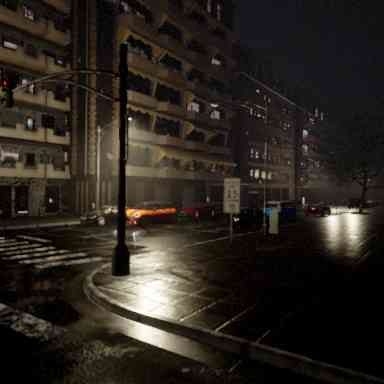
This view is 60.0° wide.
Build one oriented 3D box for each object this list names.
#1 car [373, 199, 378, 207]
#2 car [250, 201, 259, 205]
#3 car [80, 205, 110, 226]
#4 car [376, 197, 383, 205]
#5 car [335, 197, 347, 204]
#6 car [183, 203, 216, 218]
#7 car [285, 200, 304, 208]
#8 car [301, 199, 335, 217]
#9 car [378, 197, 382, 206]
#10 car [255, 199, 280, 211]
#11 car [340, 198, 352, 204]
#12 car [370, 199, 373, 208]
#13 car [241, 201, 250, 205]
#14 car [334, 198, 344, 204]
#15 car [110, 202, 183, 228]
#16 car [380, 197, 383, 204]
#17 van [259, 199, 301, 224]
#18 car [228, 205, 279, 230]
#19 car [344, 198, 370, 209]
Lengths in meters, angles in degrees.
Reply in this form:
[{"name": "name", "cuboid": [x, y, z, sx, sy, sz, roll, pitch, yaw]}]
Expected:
[{"name": "car", "cuboid": [33.600, 2.103, 63.444, 1.967, 1.590, 4.097, 1, 0, 36]}, {"name": "car", "cuboid": [9.136, 1.823, 39.870, 1.812, 1.442, 4.674, 1, 0, 36]}, {"name": "car", "cuboid": [-5.894, 1.624, 23.803, 2.008, 1.369, 4.403, 1, 0, 36]}, {"name": "car", "cuboid": [46.699, 2.151, 81.287, 2.192, 1.841, 5.009, 1, 0, 36]}, {"name": "car", "cuboid": [36.673, 2.092, 81.791, 1.967, 1.590, 4.097, 1, 0, 36]}, {"name": "car", "cuboid": [0.655, 1.709, 32.724, 1.887, 1.381, 4.507, 1, 0, 36]}, {"name": "car", "cuboid": [17.026, 1.973, 55.027, 1.802, 1.307, 4.206, 1, 0, 36]}, {"name": "car", "cuboid": [13.955, 1.836, 36.681, 1.967, 1.590, 4.097, 1, 0, 36]}, {"name": "car", "cuboid": [36.873, 2.251, 67.904, 1.887, 1.381, 4.507, 1, 0, 36]}, {"name": "car", "cuboid": [10.479, 1.741, 46.106, 1.967, 1.590, 4.097, 1, 0, 36]}, {"name": "car", "cuboid": [39.846, 2.219, 86.114, 1.752, 1.417, 4.829, 1, 0, 36]}, {"name": "car", "cuboid": [30.324, 2.201, 58.983, 1.802, 1.307, 4.206, 1, 0, 36]}, {"name": "car", "cuboid": [7.203, 1.838, 41.646, 1.802, 1.307, 4.206, 1, 0, 36]}, {"name": "car", "cuboid": [33.397, 2.175, 77.330, 1.947, 1.339, 4.313, 1, 0, 36]}, {"name": "car", "cuboid": [-3.045, 1.479, 23.297, 2.097, 1.767, 4.553, 1, 0, 36]}, {"name": "car", "cuboid": [40.147, 2.301, 72.365, 2.008, 1.369, 4.403, 1, 0, 36]}, {"name": "van", "cuboid": [7.407, 1.646, 27.759, 1.690, 1.788, 3.998, 1, 0, 36]}, {"name": "car", "cuboid": [4.130, 1.825, 23.298, 1.947, 1.339, 4.313, 1, 0, 36]}, {"name": "car", "cuboid": [27.053, 1.890, 54.523, 2.192, 1.841, 5.009, 1, 0, 36]}]
